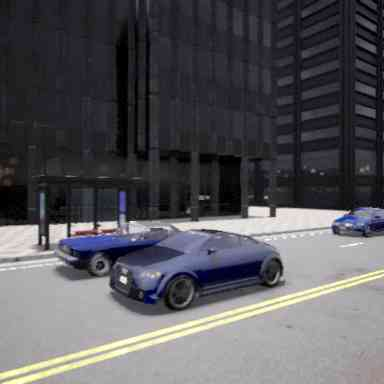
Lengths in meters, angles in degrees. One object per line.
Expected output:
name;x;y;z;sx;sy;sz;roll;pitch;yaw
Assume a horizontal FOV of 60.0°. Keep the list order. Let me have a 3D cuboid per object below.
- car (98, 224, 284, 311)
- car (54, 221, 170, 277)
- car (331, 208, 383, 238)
car;0.242;1.586;7.850;4.181;1.385;1.994;0;0;-36
car;-1.703;1.623;10.446;4.718;1.301;1.895;0;0;-36
car;9.725;1.617;18.585;4.674;1.442;1.812;0;0;-35
